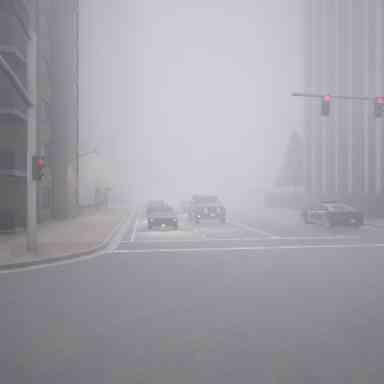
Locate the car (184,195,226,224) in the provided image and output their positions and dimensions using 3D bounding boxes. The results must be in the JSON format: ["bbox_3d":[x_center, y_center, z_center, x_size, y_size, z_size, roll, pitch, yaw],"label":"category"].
[{"bbox_3d":[1.023,1.221,25.369,2.150,2.045,5.566,0,0,-8],"label":"car"}]

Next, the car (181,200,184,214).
[{"bbox_3d":[-0.438,1.547,35.909,2.033,1.411,5.357,0,0,-8],"label":"car"}]

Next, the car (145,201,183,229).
[{"bbox_3d":[-2.022,1.547,21.870,2.033,1.411,5.357,0,0,-8],"label":"car"}]

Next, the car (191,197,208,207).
[{"bbox_3d":[1.097,1.564,51.038,1.994,1.385,4.181,0,0,-8],"label":"car"}]

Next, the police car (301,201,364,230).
[{"bbox_3d":[8.752,1.425,21.377,1.930,1.638,5.238,0,0,-8],"label":"police car"}]
